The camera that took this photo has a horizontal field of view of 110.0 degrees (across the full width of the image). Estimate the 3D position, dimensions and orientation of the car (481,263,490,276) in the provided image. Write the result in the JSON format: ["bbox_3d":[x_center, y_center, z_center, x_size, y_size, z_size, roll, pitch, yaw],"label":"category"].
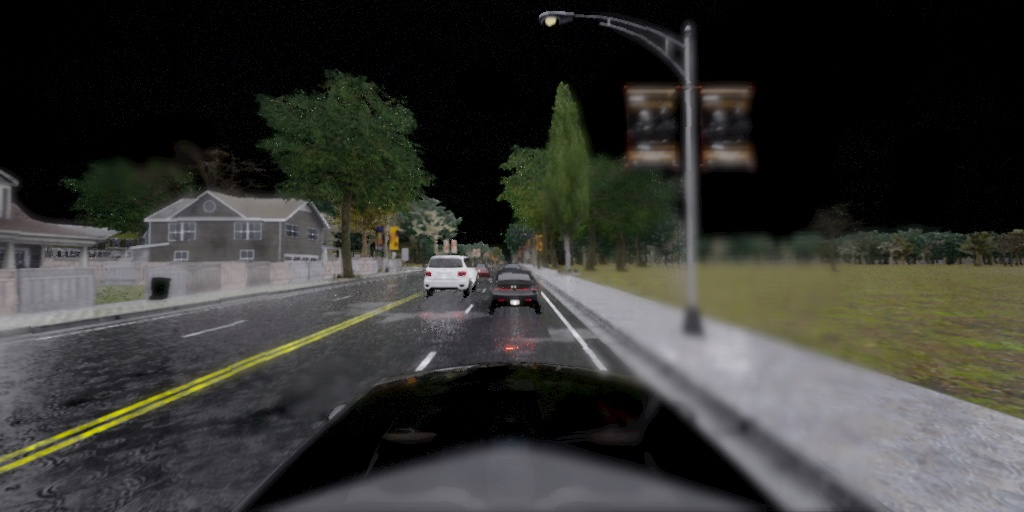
[{"bbox_3d":[-3.150,1.390,36.185,1.994,1.385,4.181,0,0,0],"label":"car"}]

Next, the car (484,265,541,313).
[{"bbox_3d":[0.099,1.267,14.087,1.837,1.490,4.892,0,0,0],"label":"car"}]

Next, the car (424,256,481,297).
[{"bbox_3d":[-3.150,0.996,19.329,2.150,2.045,5.566,0,0,0],"label":"car"}]
